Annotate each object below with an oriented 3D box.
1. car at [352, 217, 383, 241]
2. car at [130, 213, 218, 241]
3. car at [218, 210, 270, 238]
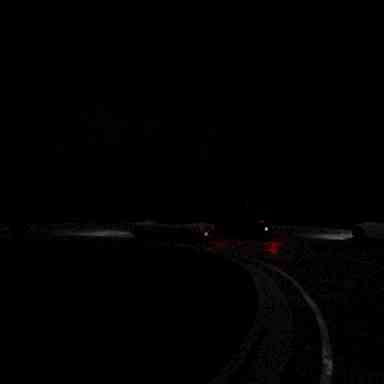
[{"bbox_3d":[10.016,1.787,16.037,1.812,1.442,4.674,1,-1,-21],"label":"car"},{"bbox_3d":[-1.199,1.969,18.806,4.718,1.301,1.895,-1,-1,29],"label":"car"},{"bbox_3d":[2.372,1.888,20.503,4.892,1.490,1.837,-1,-3,40],"label":"car"}]
